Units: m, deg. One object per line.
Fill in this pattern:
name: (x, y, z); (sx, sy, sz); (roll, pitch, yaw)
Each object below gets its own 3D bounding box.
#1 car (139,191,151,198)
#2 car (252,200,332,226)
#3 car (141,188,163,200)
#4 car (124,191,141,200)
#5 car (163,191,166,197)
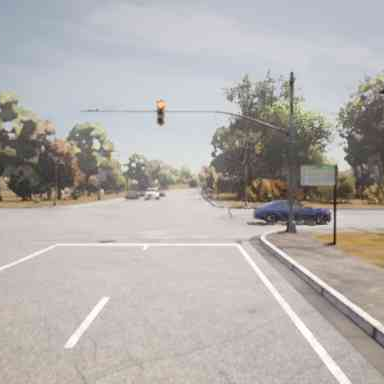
car: (-10.337, 0.458, 73.304); (1.994, 1.385, 4.181); (0, 1, 0)
car: (6.023, 1.221, 20.284); (4.674, 1.442, 1.812); (0, 1, 3)
car: (-6.934, 0.357, 57.836); (2.150, 2.045, 5.566); (0, 1, 1)
car: (-10.435, 0.641, 57.816); (1.837, 1.490, 4.892); (0, 1, 1)
car: (-6.837, 0.436, 73.662); (2.033, 1.411, 5.357); (0, 1, 0)
